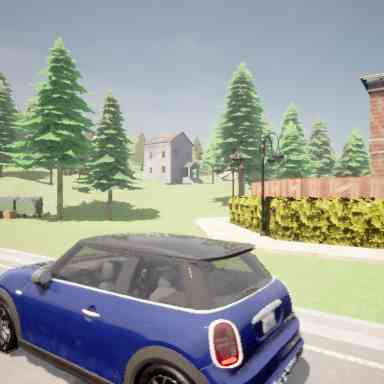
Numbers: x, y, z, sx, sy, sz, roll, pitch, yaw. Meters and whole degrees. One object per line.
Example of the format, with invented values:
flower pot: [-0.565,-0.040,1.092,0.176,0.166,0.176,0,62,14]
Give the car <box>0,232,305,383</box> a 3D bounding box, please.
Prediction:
car: [-0.933,1.353,4.652,4.553,1.767,2.097,0,0,36]
